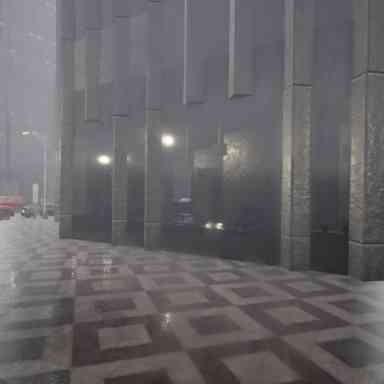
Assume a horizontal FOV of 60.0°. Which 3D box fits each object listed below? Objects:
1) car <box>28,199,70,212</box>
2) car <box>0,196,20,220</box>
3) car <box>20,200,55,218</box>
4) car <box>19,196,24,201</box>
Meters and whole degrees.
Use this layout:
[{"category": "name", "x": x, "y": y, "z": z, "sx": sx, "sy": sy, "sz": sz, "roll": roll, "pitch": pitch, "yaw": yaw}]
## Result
[{"category": "car", "x": -17.502, "y": 1.634, "z": 40.923, "sx": 1.947, "sy": 1.339, "sz": 4.313, "roll": 1, "pitch": 0, "yaw": 35}, {"category": "car", "x": -17.119, "y": 1.463, "z": 26.776, "sx": 2.192, "sy": 1.841, "sz": 5.009, "roll": 1, "pitch": 0, "yaw": 35}, {"category": "car", "x": -13.845, "y": 1.742, "z": 31.371, "sx": 1.947, "sy": 1.339, "sz": 4.313, "roll": 1, "pitch": 0, "yaw": 36}, {"category": "car", "x": -20.776, "y": 1.354, "z": 36.328, "sx": 2.192, "sy": 1.841, "sz": 5.009, "roll": 1, "pitch": 0, "yaw": 35}]
